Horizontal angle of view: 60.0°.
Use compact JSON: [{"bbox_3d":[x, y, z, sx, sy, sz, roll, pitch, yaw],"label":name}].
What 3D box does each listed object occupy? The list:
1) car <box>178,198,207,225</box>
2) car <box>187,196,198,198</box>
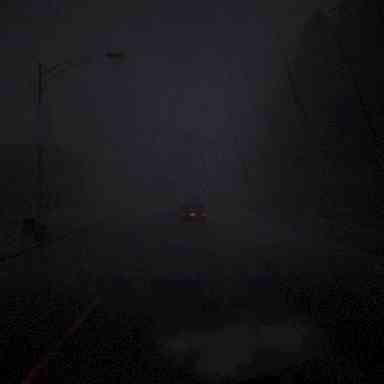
[{"bbox_3d":[0.037,1.383,22.390,2.033,1.411,5.357,0,0,0],"label":"car"},{"bbox_3d":[0.093,1.182,42.162,2.128,1.511,4.902,0,1,0],"label":"car"}]
